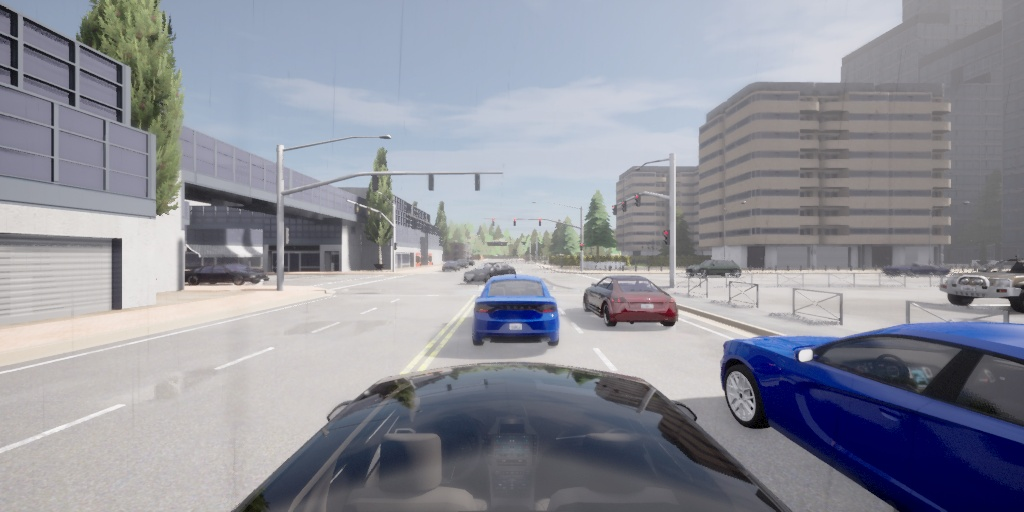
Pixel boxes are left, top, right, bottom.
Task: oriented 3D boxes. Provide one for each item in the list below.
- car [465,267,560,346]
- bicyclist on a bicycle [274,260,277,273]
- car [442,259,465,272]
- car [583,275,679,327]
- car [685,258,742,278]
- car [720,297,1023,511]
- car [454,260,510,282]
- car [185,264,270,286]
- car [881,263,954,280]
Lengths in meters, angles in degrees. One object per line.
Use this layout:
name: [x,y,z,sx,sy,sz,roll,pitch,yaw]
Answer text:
car: [0.095,1.228,9.461,1.882,1.535,5.008,0,0,0]
bicyclist on a bicycle: [-25.839,1.053,39.677,0.582,1.620,1.656,0,0,-1]
car: [-7.840,1.297,46.897,2.033,1.411,5.357,0,0,0]
car: [3.603,1.314,11.593,1.994,1.385,4.181,0,0,0]
car: [18.687,1.102,33.427,4.553,1.767,2.097,0,0,-1]
car: [3.603,1.228,2.610,1.882,1.535,5.008,0,0,0]
car: [-1.586,1.241,26.096,2.128,1.511,4.902,0,0,32]
car: [-19.939,1.297,24.772,5.357,1.411,2.033,0,0,-1]
car: [37.920,1.351,33.811,4.718,1.301,1.895,0,0,-1]
